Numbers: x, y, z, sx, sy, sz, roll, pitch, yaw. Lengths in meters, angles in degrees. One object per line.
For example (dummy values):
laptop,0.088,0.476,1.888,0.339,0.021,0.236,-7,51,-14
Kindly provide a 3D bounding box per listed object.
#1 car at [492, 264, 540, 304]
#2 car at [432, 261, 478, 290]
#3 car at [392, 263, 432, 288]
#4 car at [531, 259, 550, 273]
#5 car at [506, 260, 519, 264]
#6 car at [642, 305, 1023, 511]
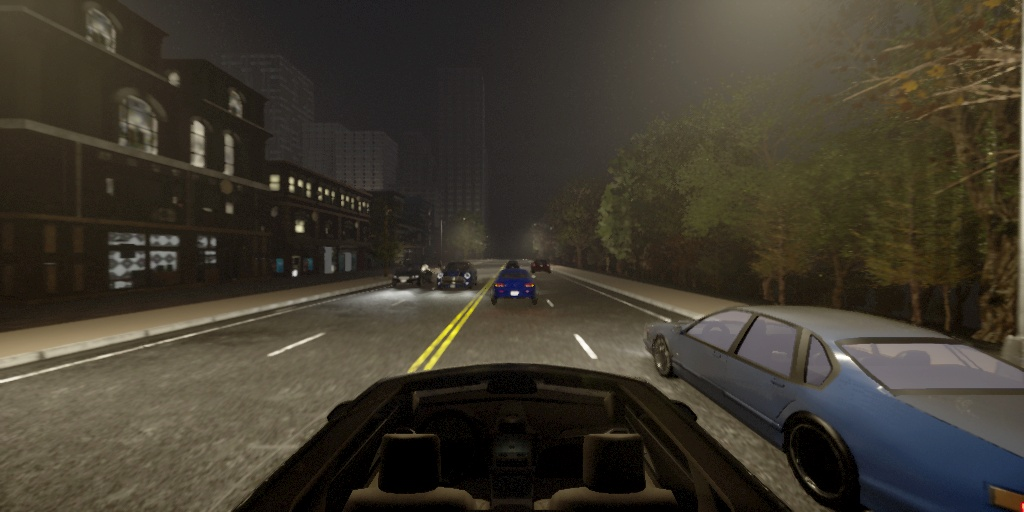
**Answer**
car,0.097,1.288,16.241,1.812,1.442,4.674,0,0,0
car,-3.349,1.118,22.539,2.097,1.767,4.553,0,0,0
car,-6.599,1.259,24.271,2.128,1.511,4.902,0,0,0
car,3.342,1.131,43.076,2.097,1.767,4.553,0,0,0
car,0.092,1.307,49.425,1.812,1.442,4.674,0,0,0
car,3.349,1.300,4.243,2.033,1.411,5.357,0,0,0
